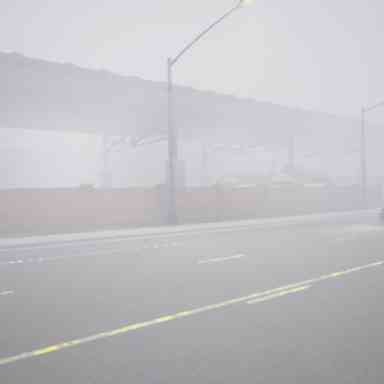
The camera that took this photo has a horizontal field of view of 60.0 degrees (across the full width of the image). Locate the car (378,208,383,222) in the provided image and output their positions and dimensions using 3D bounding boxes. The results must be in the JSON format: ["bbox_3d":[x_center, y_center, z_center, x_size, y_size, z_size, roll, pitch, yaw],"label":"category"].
[{"bbox_3d":[14.895,1.307,23.200,4.902,1.511,2.128,-1,1,-35],"label":"car"}]
